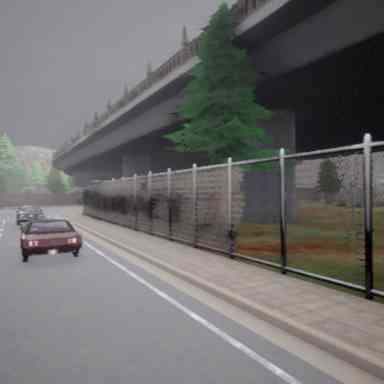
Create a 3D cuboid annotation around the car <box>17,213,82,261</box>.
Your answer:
[{"bbox_3d":[-5.619,1.699,12.937,1.895,1.301,4.718,0,0,-28],"label":"car"}]

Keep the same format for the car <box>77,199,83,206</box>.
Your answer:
[{"bbox_3d":[-20.251,1.667,66.408,2.150,2.045,5.566,-1,0,34],"label":"car"}]

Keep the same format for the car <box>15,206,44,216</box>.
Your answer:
[{"bbox_3d":[-12.398,1.752,25.491,2.033,1.411,5.357,0,0,-28],"label":"car"}]
